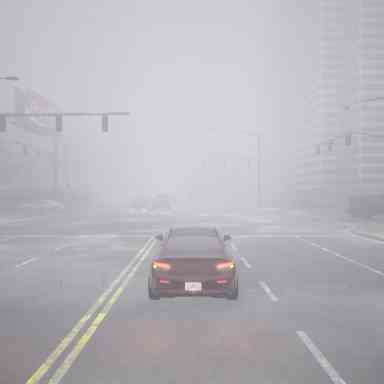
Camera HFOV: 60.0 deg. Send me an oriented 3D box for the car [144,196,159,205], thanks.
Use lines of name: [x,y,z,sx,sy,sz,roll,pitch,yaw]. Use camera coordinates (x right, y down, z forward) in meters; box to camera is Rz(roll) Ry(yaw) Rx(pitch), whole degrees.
car: [-7.310,1.491,60.451,2.128,1.511,4.902,0,0,0]

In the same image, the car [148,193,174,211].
car: [-3.760,1.221,41.912,2.150,2.045,5.566,0,0,0]

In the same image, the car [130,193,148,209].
car: [-7.276,1.352,46.323,2.097,1.767,4.553,0,0,0]

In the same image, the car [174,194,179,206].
car: [-3.812,1.221,55.779,2.150,2.045,5.566,0,0,1]

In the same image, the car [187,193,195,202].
car: [-0.308,1.584,78.440,1.895,1.301,4.718,0,0,0]

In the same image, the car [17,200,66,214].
car: [-15.674,1.526,34.704,4.674,1.442,1.812,0,1,-7]

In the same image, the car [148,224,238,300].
car: [0.033,1.526,8.264,1.812,1.442,4.674,0,0,0]

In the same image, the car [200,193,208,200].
car: [3.152,1.184,88.360,2.097,1.767,4.553,0,0,0]

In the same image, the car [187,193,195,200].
car: [-0.348,1.184,88.345,2.097,1.767,4.553,0,0,0]

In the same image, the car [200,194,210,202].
car: [3.193,1.515,78.072,2.128,1.511,4.902,0,0,0]

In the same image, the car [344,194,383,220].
car: [15.692,1.221,27.808,5.566,2.045,2.150,0,0,0]

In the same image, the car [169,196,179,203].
car: [-3.778,1.552,71.006,1.994,1.385,4.181,0,0,0]

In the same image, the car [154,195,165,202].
car: [-7.297,1.524,75.572,2.128,1.511,4.902,0,0,0]
